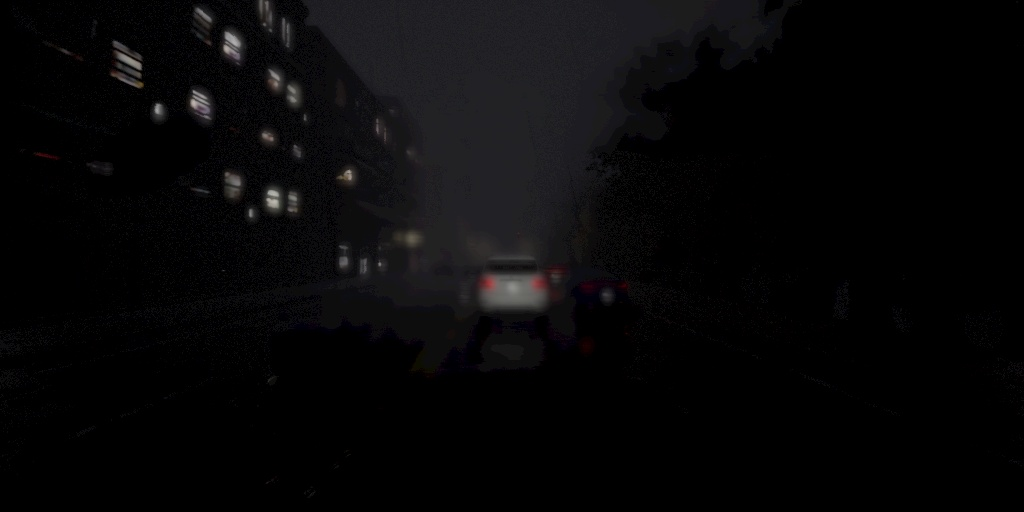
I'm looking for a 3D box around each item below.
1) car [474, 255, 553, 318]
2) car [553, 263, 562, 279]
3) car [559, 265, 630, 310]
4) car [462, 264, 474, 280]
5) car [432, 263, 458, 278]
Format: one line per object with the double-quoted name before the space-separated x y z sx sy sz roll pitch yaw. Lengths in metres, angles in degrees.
"car" 0.067 0.999 13.297 2.150 2.045 5.566 0 0 0
"car" 3.324 1.324 29.460 1.837 1.490 4.892 0 0 0
"car" 3.327 1.259 14.891 1.882 1.535 5.008 0 -1 0
"car" -3.348 1.426 32.579 1.895 1.301 4.718 0 0 0
"car" -6.592 1.396 35.581 1.994 1.385 4.181 0 0 0
